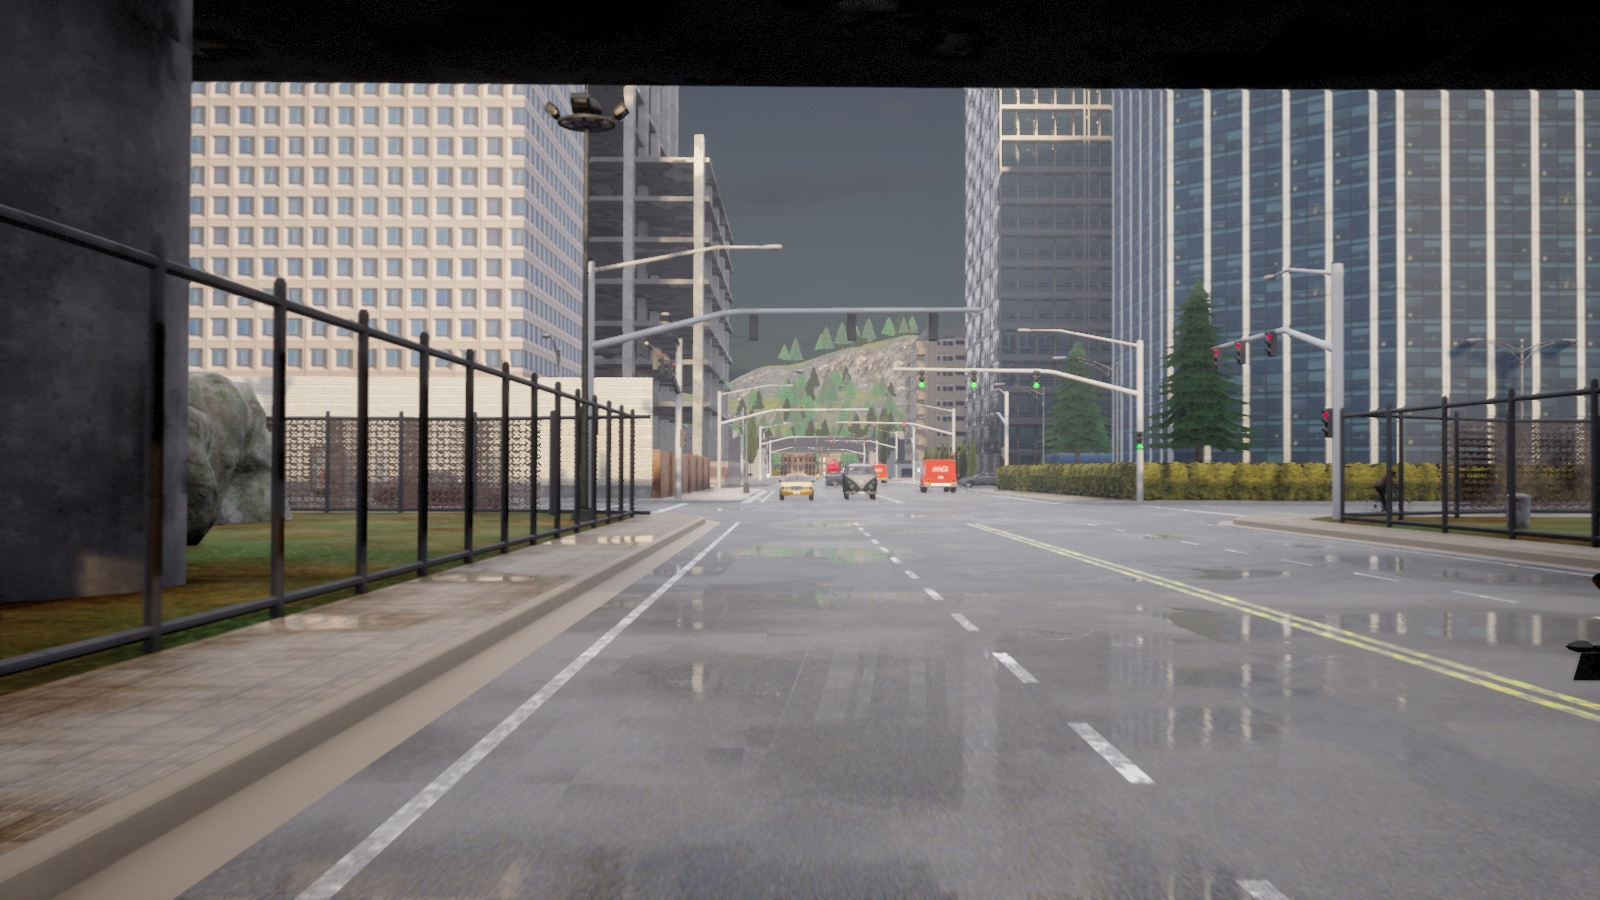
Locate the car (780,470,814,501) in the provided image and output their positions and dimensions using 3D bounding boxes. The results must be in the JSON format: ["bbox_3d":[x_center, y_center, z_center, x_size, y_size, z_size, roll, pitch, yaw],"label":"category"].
[{"bbox_3d":[-0.167,1.901,68.509,1.801,1.575,5.366,0,-1,0],"label":"car"}]

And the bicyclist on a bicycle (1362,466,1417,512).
[{"bbox_3d":[20.876,1.373,44.479,1.656,1.620,0.582,0,-1,-3],"label":"bicyclist on a bicycle"}]

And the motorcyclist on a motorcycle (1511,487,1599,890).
[{"bbox_3d":[3.490,0.907,4.284,0.866,1.530,2.191,0,-1,0],"label":"motorcyclist on a motorcycle"}]

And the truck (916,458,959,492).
[{"bbox_3d":[10.270,1.862,94.315,2.627,2.467,5.204,0,-1,0],"label":"truck"}]

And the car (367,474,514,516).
[{"bbox_3d":[-12.708,1.582,44.587,4.674,1.442,1.812,0,-1,0],"label":"car"}]

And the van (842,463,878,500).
[{"bbox_3d":[3.329,1.726,70.006,1.775,1.987,4.442,0,-1,0],"label":"van"}]
